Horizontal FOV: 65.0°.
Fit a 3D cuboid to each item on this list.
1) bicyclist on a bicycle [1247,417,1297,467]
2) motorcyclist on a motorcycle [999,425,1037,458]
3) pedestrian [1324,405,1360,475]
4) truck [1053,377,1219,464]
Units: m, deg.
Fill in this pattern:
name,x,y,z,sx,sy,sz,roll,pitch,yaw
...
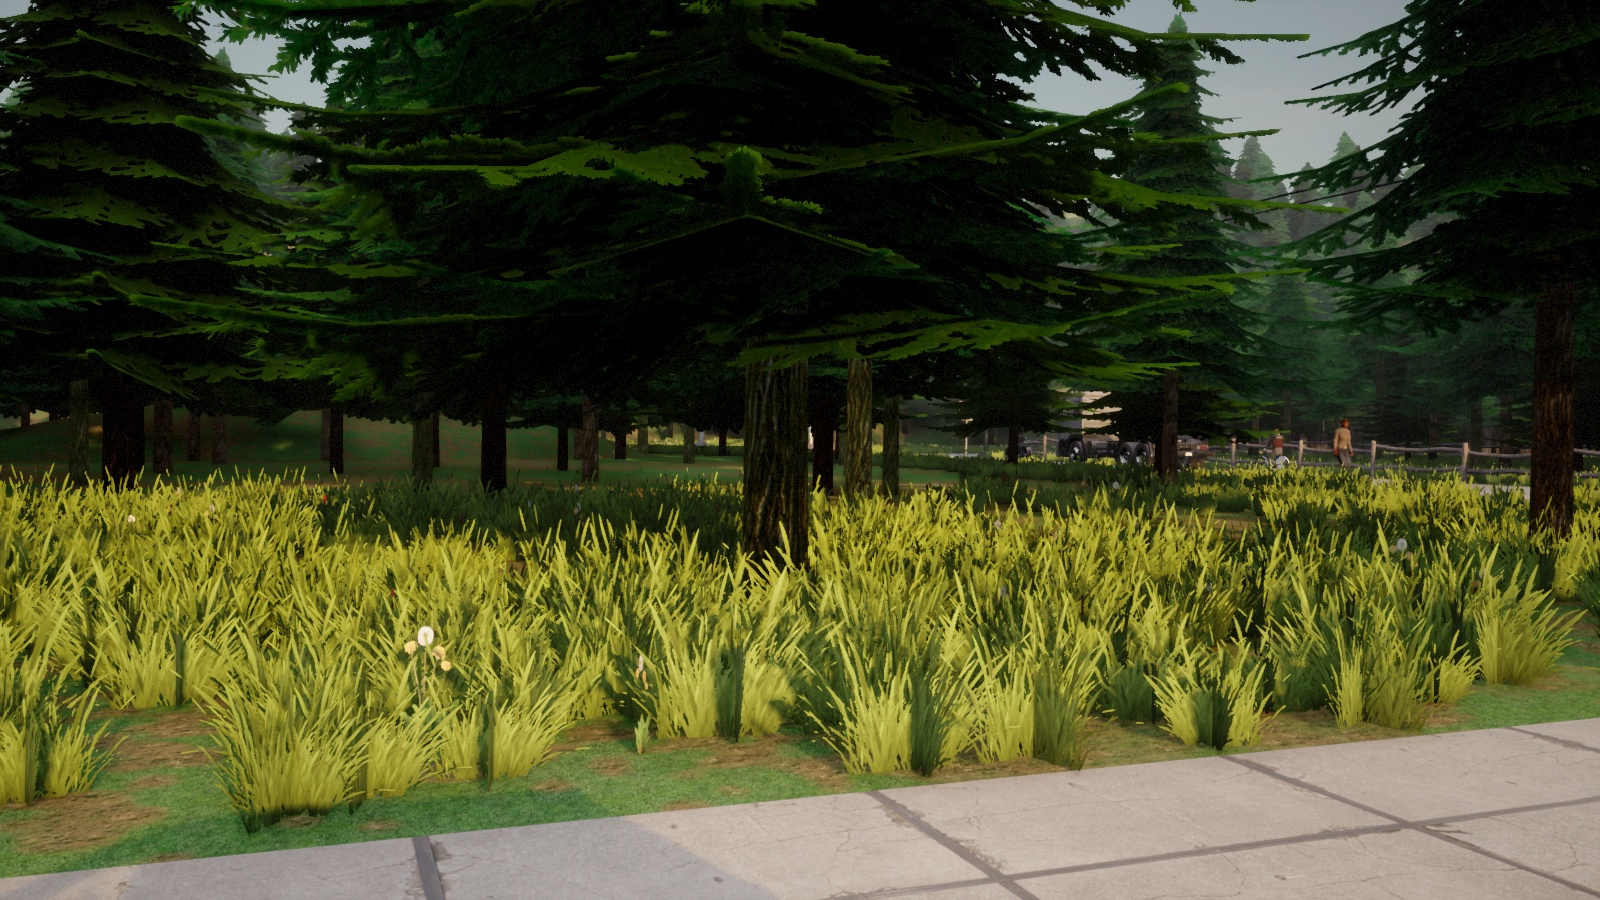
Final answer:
name,x,y,z,sx,sy,sz,roll,pitch,yaw
bicyclist on a bicycle,17.237,-0.291,45.889,0.659,1.776,1.843,-1,1,-20
motorcyclist on a motorcycle,10.977,-0.428,63.368,0.766,1.649,2.350,-1,1,-21
pedestrian,14.220,-0.267,32.953,0.328,1.805,0.869,-1,1,-21
truck,14.276,-1.246,54.160,2.891,3.462,7.936,-1,1,-20
